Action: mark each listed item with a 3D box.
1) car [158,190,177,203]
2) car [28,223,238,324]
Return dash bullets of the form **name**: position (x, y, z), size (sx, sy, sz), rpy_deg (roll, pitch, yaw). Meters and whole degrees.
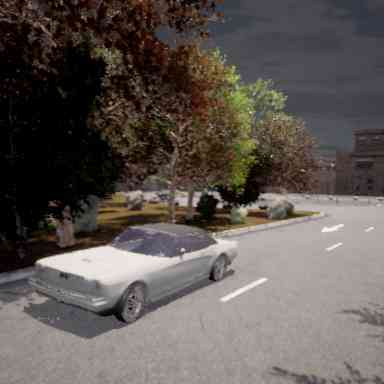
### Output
- **car**: position (-3.260, 0.492, 41.259), size (1.837, 1.490, 4.892), rpy_deg (0, 1, -19)
- **car**: position (-0.821, 1.407, 7.087), size (1.895, 1.301, 4.718), rpy_deg (3, 2, 33)
